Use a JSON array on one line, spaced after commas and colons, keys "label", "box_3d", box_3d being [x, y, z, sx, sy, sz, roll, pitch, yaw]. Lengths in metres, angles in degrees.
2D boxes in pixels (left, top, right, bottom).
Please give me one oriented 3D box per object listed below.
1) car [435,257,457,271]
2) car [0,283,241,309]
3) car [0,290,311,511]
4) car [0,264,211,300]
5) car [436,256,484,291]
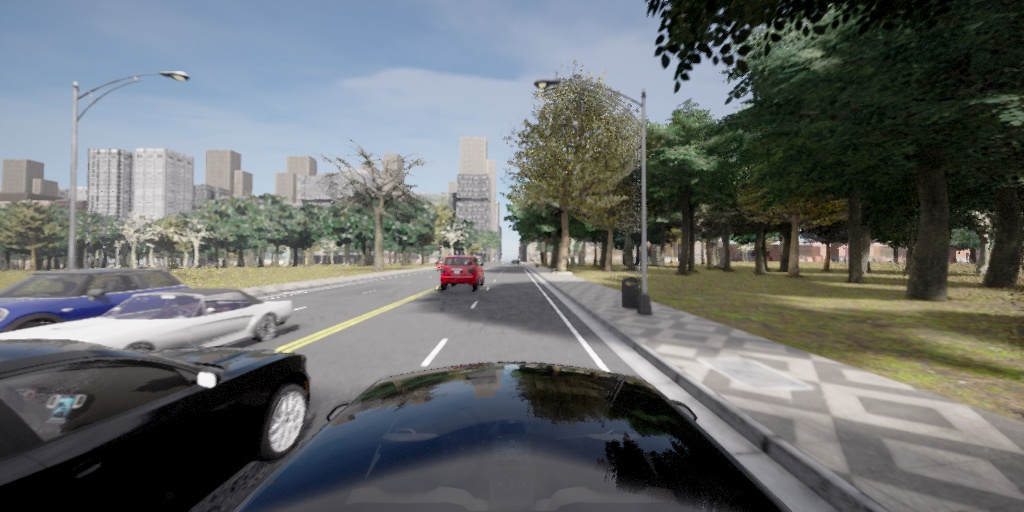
[{"label": "car", "box_3d": [-9.467, 1.107, 52.025, 2.150, 2.045, 5.566, 0, 0, 1]}, {"label": "car", "box_3d": [-6.579, 1.340, 6.986, 1.895, 1.301, 4.718, 0, 0, 0]}, {"label": "car", "box_3d": [-3.159, 1.220, 1.967, 1.882, 1.535, 5.008, 0, 0, 0]}, {"label": "car", "box_3d": [-9.820, 1.084, 8.069, 2.097, 1.767, 4.553, 0, 0, 0]}, {"label": "car", "box_3d": [-3.019, 0.998, 22.430, 2.150, 2.045, 5.566, 0, 0, 0]}]
